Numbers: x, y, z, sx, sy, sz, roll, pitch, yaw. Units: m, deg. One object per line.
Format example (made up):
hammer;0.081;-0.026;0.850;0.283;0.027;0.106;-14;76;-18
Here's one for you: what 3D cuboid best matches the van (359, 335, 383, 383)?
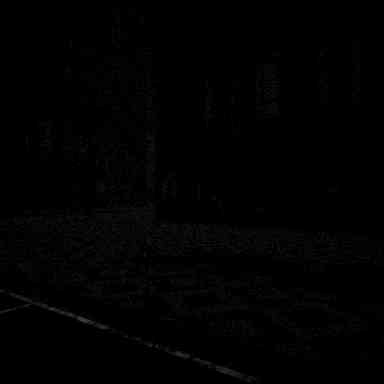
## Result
van;2.692;1.341;1.063;3.998;1.788;1.690;0;0;35
